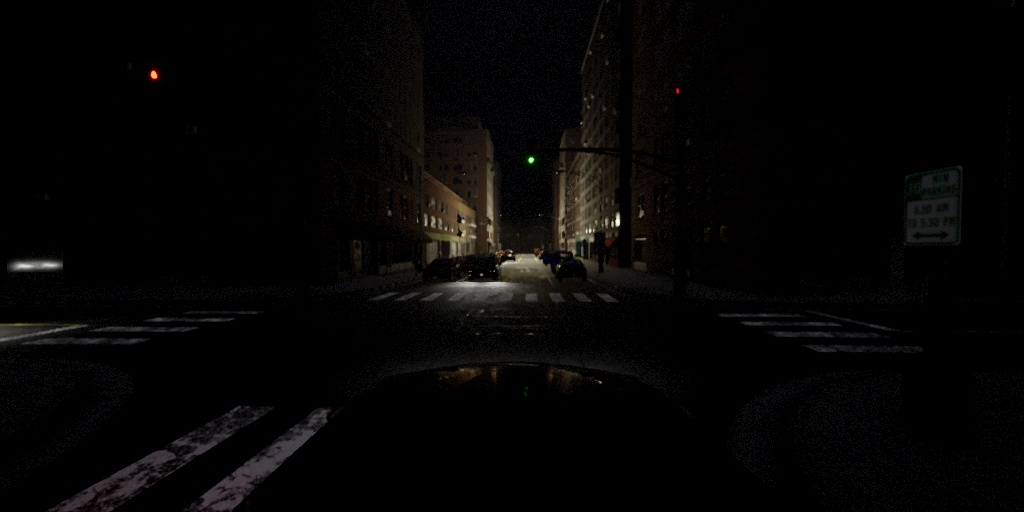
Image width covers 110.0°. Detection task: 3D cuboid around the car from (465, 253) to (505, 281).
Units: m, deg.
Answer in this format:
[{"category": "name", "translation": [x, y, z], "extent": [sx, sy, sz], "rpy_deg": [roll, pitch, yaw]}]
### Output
[{"category": "car", "translation": [-1.707, 0.789, 23.632], "extent": [1.837, 1.490, 4.892], "rpy_deg": [0, 2, 3]}]

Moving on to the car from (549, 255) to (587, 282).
[{"category": "car", "translation": [3.640, 0.809, 22.640], "extent": [2.007, 1.370, 4.403], "rpy_deg": [0, 0, 3]}]

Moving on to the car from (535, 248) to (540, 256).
[{"category": "car", "translation": [5.421, -0.161, 62.536], "extent": [1.751, 1.417, 4.829], "rpy_deg": [0, 0, 3]}]

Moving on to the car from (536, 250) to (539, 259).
[{"category": "car", "translation": [5.160, 0.031, 56.691], "extent": [1.802, 1.307, 4.207], "rpy_deg": [0, 0, 3]}]

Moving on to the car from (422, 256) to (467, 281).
[{"category": "car", "translation": [-4.377, 0.814, 22.998], "extent": [1.948, 1.339, 4.313], "rpy_deg": [0, 0, 3]}]

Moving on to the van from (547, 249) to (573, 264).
[{"category": "van", "translation": [3.894, 0.465, 28.315], "extent": [1.690, 1.789, 3.998], "rpy_deg": [0, 0, 3]}]

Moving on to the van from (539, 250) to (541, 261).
[{"category": "van", "translation": [4.654, 0.060, 45.341], "extent": [1.690, 1.789, 3.998], "rpy_deg": [0, 0, 3]}]

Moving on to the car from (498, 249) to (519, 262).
[{"category": "car", "translation": [-0.488, 0.136, 50.943], "extent": [1.994, 1.385, 4.181], "rpy_deg": [0, 1, 3]}]

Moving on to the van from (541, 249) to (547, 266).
[{"category": "van", "translation": [4.400, 0.196, 39.666], "extent": [1.690, 1.789, 3.998], "rpy_deg": [0, 0, 3]}]

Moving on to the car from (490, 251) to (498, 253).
[{"category": "car", "translation": [-3.363, 0.260, 45.698], "extent": [2.007, 1.370, 4.403], "rpy_deg": [0, 0, 3]}]
